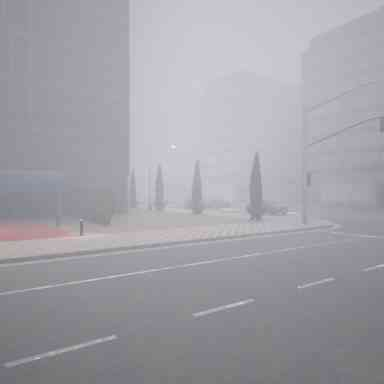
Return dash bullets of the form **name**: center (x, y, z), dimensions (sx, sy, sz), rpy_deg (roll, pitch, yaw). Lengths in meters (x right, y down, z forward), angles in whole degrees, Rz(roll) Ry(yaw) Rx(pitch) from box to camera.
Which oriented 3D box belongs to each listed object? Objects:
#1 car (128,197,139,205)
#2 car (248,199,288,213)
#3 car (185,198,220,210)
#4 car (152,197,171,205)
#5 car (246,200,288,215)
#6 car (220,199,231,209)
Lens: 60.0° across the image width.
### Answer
- **car**: center (-11.476, 1.351, 60.811), dimensions (2.097, 1.767, 4.553), rpy_deg (0, 0, -35)
- **car**: center (8.614, 1.564, 37.999), dimensions (1.994, 1.385, 4.181), rpy_deg (0, 0, -35)
- **car**: center (0.979, 1.505, 42.823), dimensions (1.837, 1.490, 4.892), rpy_deg (0, 0, -35)
- **car**: center (-5.365, 1.564, 58.084), dimensions (1.994, 1.385, 4.181), rpy_deg (0, 0, -35)
- **car**: center (7.469, 1.526, 33.525), dimensions (1.812, 1.442, 4.674), rpy_deg (0, 0, -38)
- **car**: center (3.357, 1.564, 45.532), dimensions (1.994, 1.385, 4.181), rpy_deg (0, 0, -35)
